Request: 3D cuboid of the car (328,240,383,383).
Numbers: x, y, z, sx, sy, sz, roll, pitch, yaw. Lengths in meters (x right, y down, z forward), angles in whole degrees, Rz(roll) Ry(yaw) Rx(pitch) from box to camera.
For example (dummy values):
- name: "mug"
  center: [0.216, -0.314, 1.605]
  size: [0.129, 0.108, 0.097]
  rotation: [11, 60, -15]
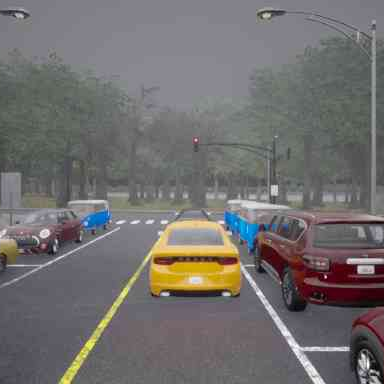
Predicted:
- name: "car"
  center: [2.760, 1.440, 2.223]
  size: [1.967, 1.590, 4.097]
  rotation: [0, 0, 0]

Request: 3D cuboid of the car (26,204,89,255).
- name: "car"
  center: [-5.773, 1.441, 13.092]
  size: [1.967, 1.590, 4.097]
  rotation: [0, 0, 0]

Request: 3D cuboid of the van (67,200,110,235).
- name: "van"
  center: [-5.778, 1.343, 18.530]
  size: [1.690, 1.788, 3.998]
  rotation: [0, 0, 0]

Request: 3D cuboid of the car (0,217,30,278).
- name: "car"
  center: [-5.769, 1.526, 7.484]
  size: [1.752, 1.417, 4.829]
  rotation: [0, 0, 0]

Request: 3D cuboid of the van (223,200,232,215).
- name: "van"
  center: [2.747, 1.343, 18.536]
  size: [1.690, 1.788, 3.998]
  rotation: [0, 0, 0]

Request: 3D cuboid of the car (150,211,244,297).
- name: "car"
  center: [0.080, 1.478, 8.616]
  size: [1.882, 1.535, 5.008]
  rotation: [0, 0, 0]

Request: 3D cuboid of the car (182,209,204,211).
- name: "car"
  center: [0.046, 1.566, 17.538]
  size: [1.994, 1.385, 4.181]
  rotation: [0, 0, 0]

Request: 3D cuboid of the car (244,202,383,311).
- name: "car"
  center: [2.756, 1.315, 7.661]
  size: [2.192, 1.841, 5.009]
  rotation: [0, 0, 0]

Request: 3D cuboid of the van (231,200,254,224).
- name: "van"
  center: [2.752, 1.342, 13.098]
  size: [1.690, 1.788, 3.998]
  rotation: [0, 0, 0]
